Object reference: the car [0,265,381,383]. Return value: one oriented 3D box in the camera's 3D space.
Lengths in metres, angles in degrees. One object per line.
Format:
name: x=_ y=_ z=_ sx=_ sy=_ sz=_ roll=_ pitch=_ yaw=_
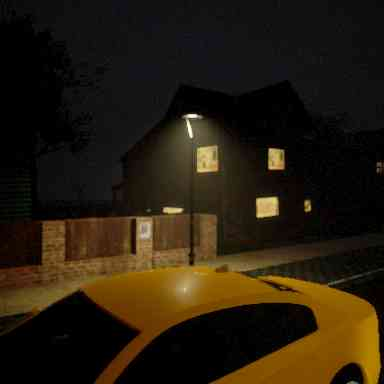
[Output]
car: x=-0.375 y=1.484 z=2.764 sx=5.008 sy=1.535 sz=1.882 roll=0 pitch=0 yaw=-36
